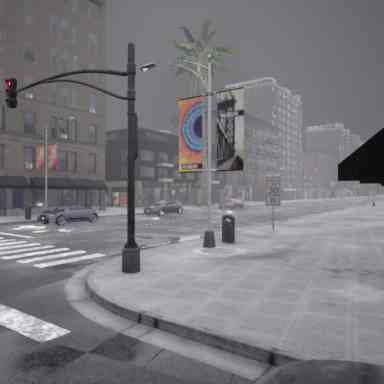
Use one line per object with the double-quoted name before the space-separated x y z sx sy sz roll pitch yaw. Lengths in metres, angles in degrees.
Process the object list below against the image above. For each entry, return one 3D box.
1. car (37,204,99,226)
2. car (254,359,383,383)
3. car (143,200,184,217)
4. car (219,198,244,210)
"car" -8.810 1.580 23.852 1.994 1.385 4.181 0 0 35
"car" 2.141 1.551 1.323 4.403 1.369 2.008 0 0 35
"car" -2.685 1.538 32.548 1.837 1.490 4.892 0 0 35
"car" 5.294 1.591 43.845 1.812 1.442 4.674 0 1 35
